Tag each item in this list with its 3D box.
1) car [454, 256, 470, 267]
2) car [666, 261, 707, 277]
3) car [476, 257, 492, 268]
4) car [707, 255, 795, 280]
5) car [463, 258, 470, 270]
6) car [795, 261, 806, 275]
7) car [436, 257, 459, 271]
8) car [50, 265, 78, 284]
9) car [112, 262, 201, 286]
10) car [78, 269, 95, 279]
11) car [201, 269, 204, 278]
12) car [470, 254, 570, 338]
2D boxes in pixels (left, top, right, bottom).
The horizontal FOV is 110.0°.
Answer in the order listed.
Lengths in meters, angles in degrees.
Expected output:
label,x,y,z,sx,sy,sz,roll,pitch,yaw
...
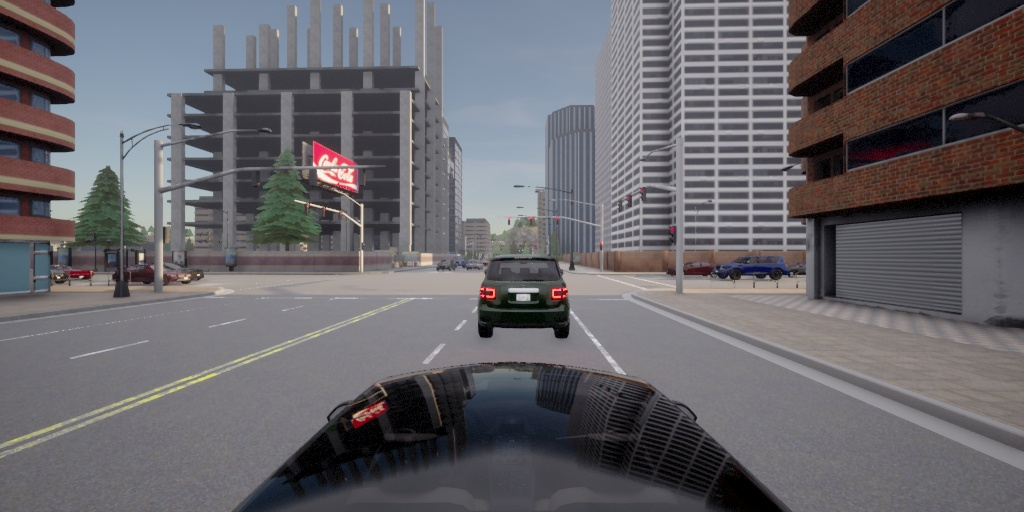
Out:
label,x,y,z,sx,sy,sz,roll,pitch,yaw
car,-8.504,0.971,58.381,2.150,2.045,5.566,0,0,1
car,17.306,1.228,34.083,5.008,1.535,1.882,0,0,2
car,-4.833,1.105,62.387,2.097,1.767,4.553,0,0,3
car,20.222,0.971,30.490,5.566,2.045,2.150,0,0,2
car,-5.282,1.351,51.169,1.895,1.301,4.718,0,0,2
car,27.236,1.241,33.751,4.902,1.511,2.128,0,0,2
car,-8.885,1.255,48.534,1.837,1.490,4.892,0,0,2
car,-34.010,1.255,25.046,4.892,1.490,1.837,0,0,2
car,-24.764,1.276,24.746,4.674,1.442,1.812,0,0,2
car,-36.499,1.351,28.630,4.718,1.301,1.895,0,0,2
car,-27.207,1.228,28.327,5.008,1.535,1.882,0,0,2
car,0.338,0.971,10.294,2.150,2.045,5.566,0,0,2
